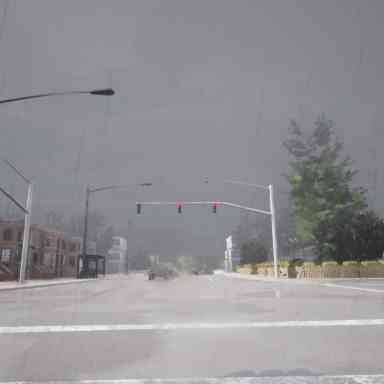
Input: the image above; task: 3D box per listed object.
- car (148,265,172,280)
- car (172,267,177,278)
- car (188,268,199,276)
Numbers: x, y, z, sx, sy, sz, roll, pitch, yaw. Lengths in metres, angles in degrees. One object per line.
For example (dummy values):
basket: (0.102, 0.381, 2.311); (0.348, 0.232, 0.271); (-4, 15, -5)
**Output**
car: (-3.492, 8.613, 35.594); (1.837, 1.490, 4.892); (-1, -13, 0)
car: (-3.441, 11.052, 45.555); (1.895, 1.301, 4.718); (-1, -13, 0)
car: (0.320, 14.644, 61.313); (2.033, 1.411, 5.357); (-1, -13, 0)
